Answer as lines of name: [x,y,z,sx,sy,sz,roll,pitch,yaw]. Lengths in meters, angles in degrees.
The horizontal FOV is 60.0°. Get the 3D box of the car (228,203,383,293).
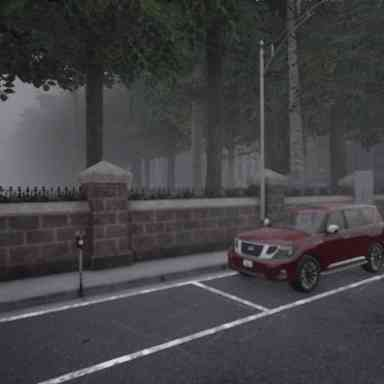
car: [3.290,1.257,8.887,5.009,1.841,2.192,-1,0,-36]
